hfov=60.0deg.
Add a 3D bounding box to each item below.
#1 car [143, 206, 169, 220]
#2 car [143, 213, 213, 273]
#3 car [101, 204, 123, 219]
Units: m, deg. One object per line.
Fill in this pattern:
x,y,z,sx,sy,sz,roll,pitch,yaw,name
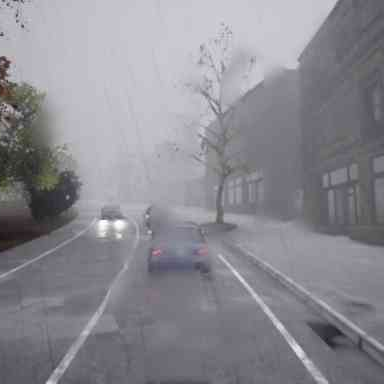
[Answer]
-2.880,1.838,26.681,2.033,1.411,5.357,1,-1,-12,car
-0.495,1.660,11.061,2.033,1.411,5.357,0,-1,-5,car
-7.676,1.870,31.811,1.895,1.301,4.718,2,-1,-16,car
